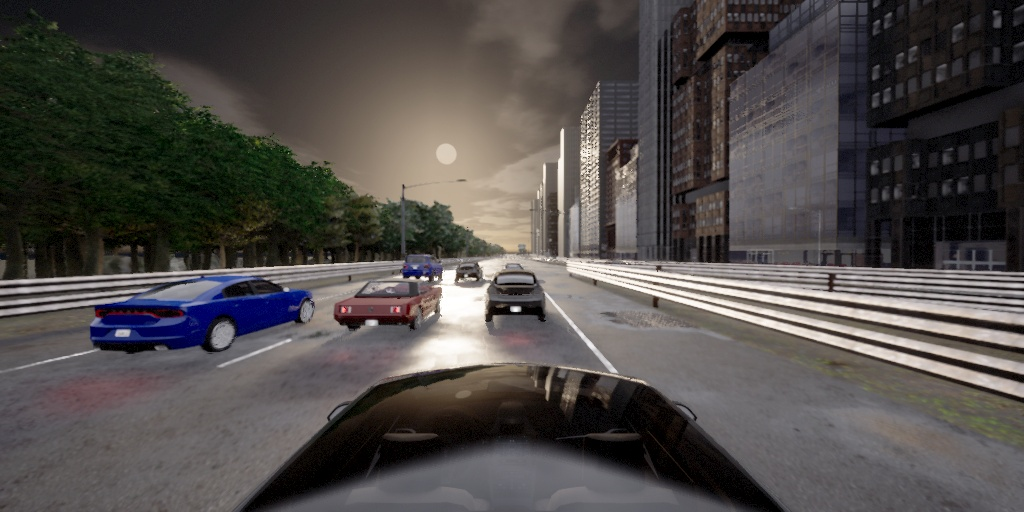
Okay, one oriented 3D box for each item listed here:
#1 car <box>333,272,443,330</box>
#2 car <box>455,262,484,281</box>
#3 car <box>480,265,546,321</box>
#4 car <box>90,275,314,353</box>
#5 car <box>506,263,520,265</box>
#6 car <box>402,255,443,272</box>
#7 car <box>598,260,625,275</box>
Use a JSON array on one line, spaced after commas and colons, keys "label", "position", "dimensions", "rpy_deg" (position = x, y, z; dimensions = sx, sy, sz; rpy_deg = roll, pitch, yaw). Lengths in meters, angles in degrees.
[{"label": "car", "position": [-3.400, 1.331, 10.929], "dimensions": [1.895, 1.301, 4.718], "rpy_deg": [0, 0, 0]}, {"label": "car", "position": [-3.396, 1.203, 28.942], "dimensions": [1.837, 1.490, 4.892], "rpy_deg": [0, 0, 0]}, {"label": "car", "position": [0.101, 1.232, 12.390], "dimensions": [1.837, 1.490, 4.892], "rpy_deg": [0, 0, 0]}, {"label": "car", "position": [-6.901, 1.212, 8.833], "dimensions": [1.882, 1.535, 5.008], "rpy_deg": [0, 0, 0]}, {"label": "car", "position": [0.102, 1.261, 29.752], "dimensions": [1.994, 1.385, 4.181], "rpy_deg": [0, 0, 0]}, {"label": "car", "position": [-6.896, 0.921, 28.171], "dimensions": [2.150, 2.045, 5.566], "rpy_deg": [0, 0, 0]}, {"label": "car", "position": [10.618, 1.213, 38.194], "dimensions": [1.882, 1.535, 5.008], "rpy_deg": [0, 0, -14]}]
